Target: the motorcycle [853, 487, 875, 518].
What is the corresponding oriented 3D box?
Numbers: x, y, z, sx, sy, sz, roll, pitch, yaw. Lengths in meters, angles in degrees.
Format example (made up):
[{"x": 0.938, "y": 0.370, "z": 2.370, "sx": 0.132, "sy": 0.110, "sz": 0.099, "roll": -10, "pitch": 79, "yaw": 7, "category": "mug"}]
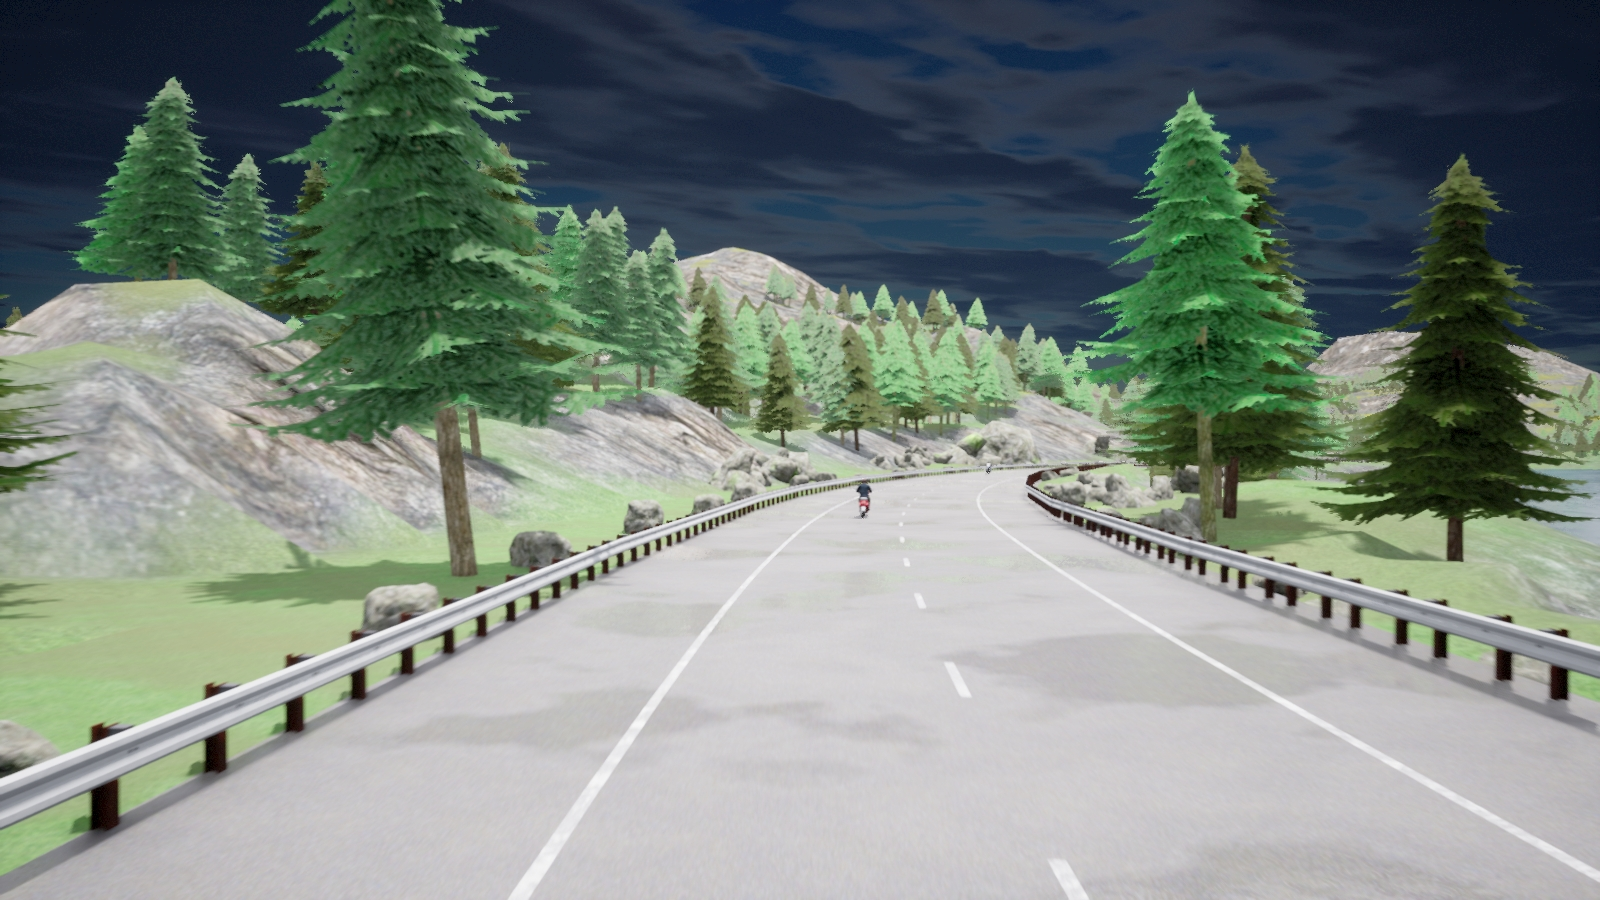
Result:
[{"x": 2.685, "y": 2.183, "z": 47.854, "sx": 0.856, "sy": 1.236, "sz": 1.805, "roll": 0, "pitch": 0, "yaw": 6, "category": "motorcycle"}]
